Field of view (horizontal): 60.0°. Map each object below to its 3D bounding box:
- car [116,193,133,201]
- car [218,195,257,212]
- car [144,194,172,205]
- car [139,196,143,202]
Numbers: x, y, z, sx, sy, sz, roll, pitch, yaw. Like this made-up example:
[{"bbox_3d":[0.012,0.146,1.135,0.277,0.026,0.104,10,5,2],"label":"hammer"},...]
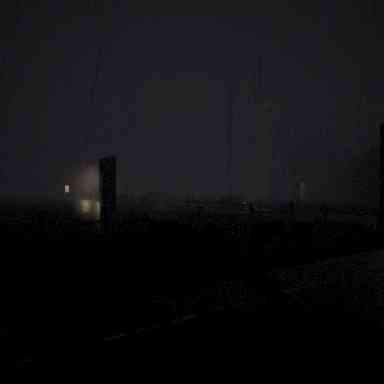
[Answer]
[{"bbox_3d":[-13.416,0.878,66.083,1.882,1.535,5.008,-1,1,-36],"label":"car"},{"bbox_3d":[4.826,1.115,35.736,2.097,1.767,4.553,-1,1,-36],"label":"car"},{"bbox_3d":[-4.886,1.111,49.310,1.837,1.490,4.892,-1,1,-36],"label":"car"},{"bbox_3d":[-7.590,1.025,58.025,1.812,1.442,4.674,-1,1,-35],"label":"car"}]
